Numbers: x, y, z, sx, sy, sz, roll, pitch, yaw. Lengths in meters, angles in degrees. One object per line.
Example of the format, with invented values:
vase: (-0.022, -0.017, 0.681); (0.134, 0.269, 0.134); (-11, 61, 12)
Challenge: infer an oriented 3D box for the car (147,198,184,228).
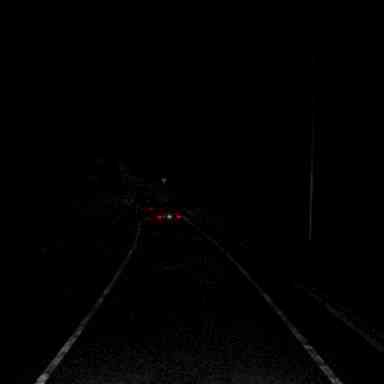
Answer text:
car: (-1.707, 1.450, 21.967); (2.033, 1.411, 5.357); (-1, 1, -9)

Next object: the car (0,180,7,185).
car: (-43.811, -2.272, 75.218); (1.994, 1.385, 4.181); (2, 5, 24)

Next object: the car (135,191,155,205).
car: (-5.382, 0.662, 37.747); (1.882, 1.535, 5.008); (-1, 4, -16)
